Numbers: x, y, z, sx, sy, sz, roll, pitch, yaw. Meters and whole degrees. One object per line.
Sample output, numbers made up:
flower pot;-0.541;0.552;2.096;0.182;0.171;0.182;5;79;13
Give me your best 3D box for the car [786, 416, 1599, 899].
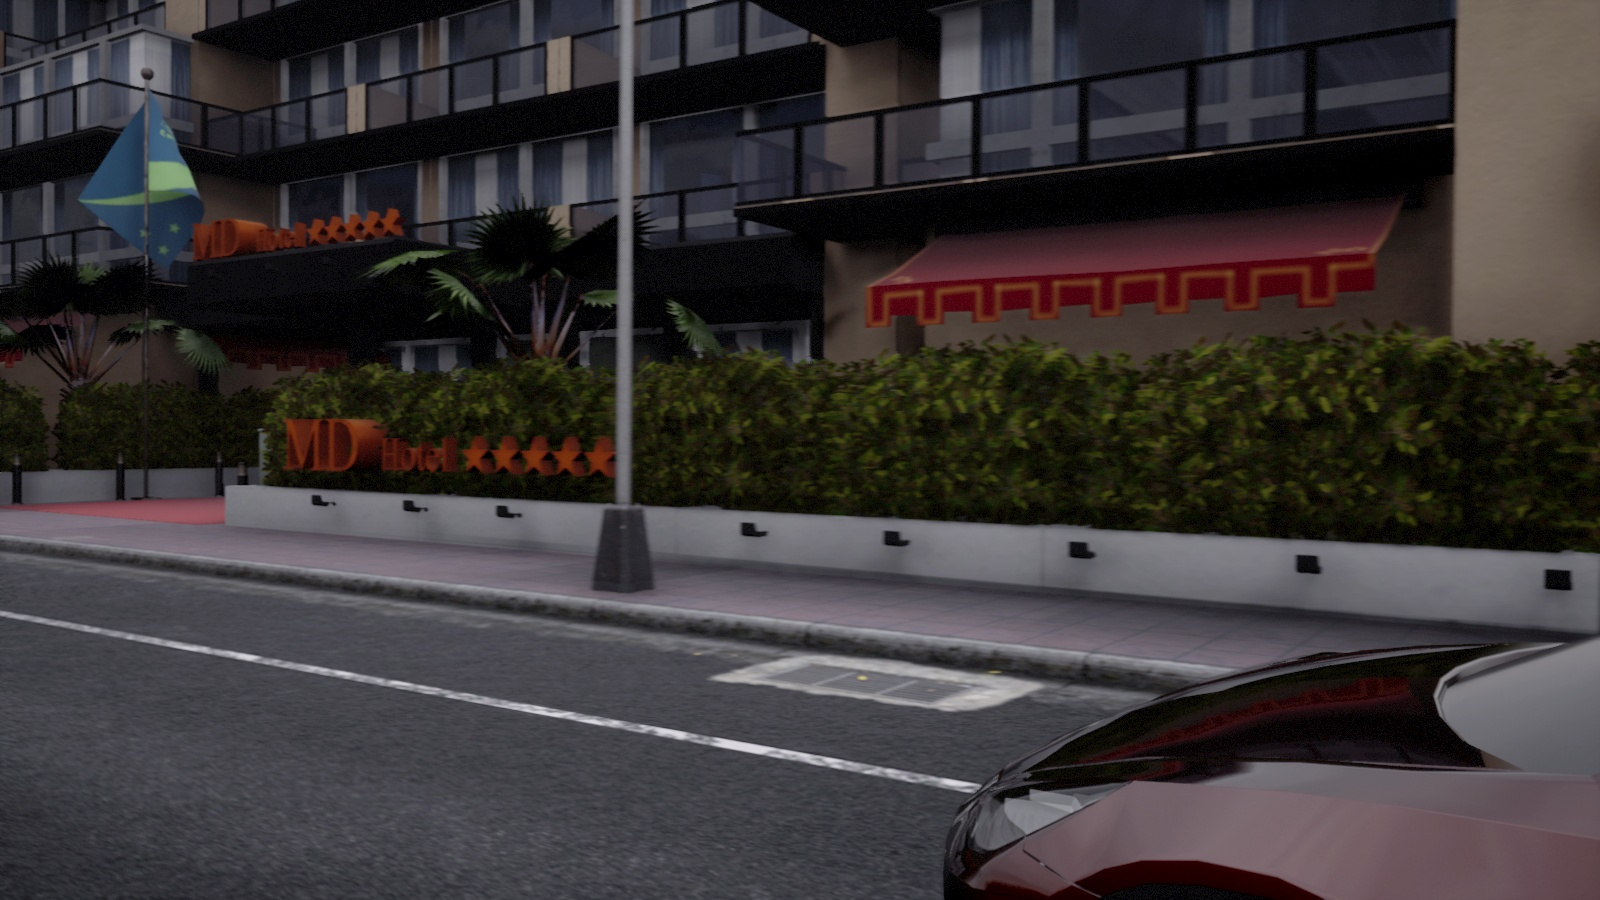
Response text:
car;2.576;0.681;1.912;4.792;1.488;2.163;0;1;34
